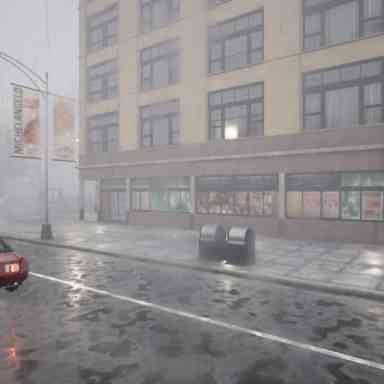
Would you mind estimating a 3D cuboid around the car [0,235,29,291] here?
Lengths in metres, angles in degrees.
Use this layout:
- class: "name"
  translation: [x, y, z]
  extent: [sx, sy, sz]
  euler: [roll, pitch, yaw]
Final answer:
- class: "car"
  translation: [-5.642, 1.601, 8.113]
  extent: [1.895, 1.301, 4.718]
  euler: [0, 0, -42]
